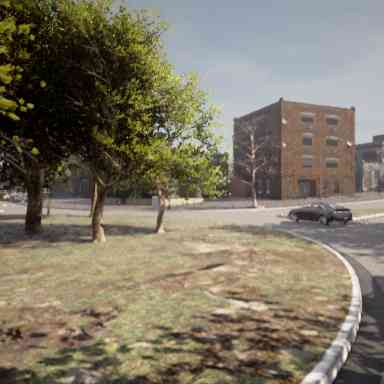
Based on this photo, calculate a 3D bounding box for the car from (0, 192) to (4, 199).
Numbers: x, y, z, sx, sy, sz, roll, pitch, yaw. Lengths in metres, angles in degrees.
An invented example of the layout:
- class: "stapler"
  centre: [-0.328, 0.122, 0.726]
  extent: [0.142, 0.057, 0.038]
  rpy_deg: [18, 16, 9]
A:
- class: "car"
  centre: [-39.996, 1.169, 75.657]
  extent: [5.008, 1.535, 2.097]
  rpy_deg: [0, 1, -36]

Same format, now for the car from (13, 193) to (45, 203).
- class: "car"
  centre: [-30.137, 1.372, 62.199]
  extent: [4.792, 1.488, 2.163]
  rpy_deg: [0, 0, -36]

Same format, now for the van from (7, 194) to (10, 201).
- class: "van"
  centre: [-35.146, 1.048, 68.869]
  extent: [4.442, 1.987, 1.878]
  rpy_deg: [0, 1, -36]

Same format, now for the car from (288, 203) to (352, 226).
- class: "car"
  centre: [8.843, 1.498, 23.410]
  extent: [2.128, 1.511, 4.902]
  rpy_deg: [0, 0, -23]

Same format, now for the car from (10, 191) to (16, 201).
- class: "car"
  centre: [-33.305, 1.176, 66.614]
  extent: [4.553, 1.767, 2.185]
  rpy_deg: [0, 0, -36]

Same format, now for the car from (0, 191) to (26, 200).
- class: "car"
  centre: [-43.182, 0.846, 80.053]
  extent: [5.566, 2.045, 2.435]
  rpy_deg: [0, 1, -36]

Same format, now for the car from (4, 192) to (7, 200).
- class: "car"
  centre: [-38.246, 1.082, 73.338]
  extent: [4.553, 1.767, 2.185]
  rpy_deg: [0, 1, -36]
